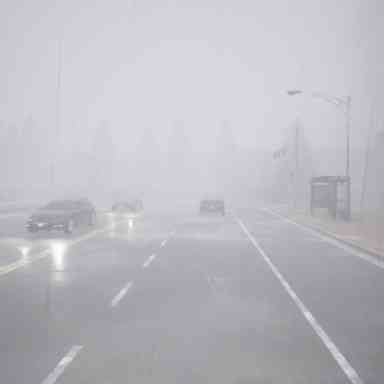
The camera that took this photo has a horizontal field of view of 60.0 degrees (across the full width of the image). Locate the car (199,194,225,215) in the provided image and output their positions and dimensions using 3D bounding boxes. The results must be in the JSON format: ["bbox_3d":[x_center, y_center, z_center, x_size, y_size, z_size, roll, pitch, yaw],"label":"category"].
[{"bbox_3d":[1.572,0.909,25.970,1.882,1.535,5.008,1,1,3],"label":"car"}]

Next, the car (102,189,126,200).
[{"bbox_3d":[-10.109,0.343,45.416,4.892,1.490,1.837,1,1,28],"label":"car"}]

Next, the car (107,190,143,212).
[{"bbox_3d":[-5.404,0.846,28.287,1.812,1.442,4.674,1,1,4],"label":"car"}]

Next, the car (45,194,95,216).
[{"bbox_3d":[-9.128,0.915,25.285,1.994,1.385,4.181,1,1,4],"label":"car"}]

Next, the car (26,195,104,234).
[{"bbox_3d":[-6.200,1.081,16.375,1.837,1.490,4.892,1,1,4],"label":"car"}]
